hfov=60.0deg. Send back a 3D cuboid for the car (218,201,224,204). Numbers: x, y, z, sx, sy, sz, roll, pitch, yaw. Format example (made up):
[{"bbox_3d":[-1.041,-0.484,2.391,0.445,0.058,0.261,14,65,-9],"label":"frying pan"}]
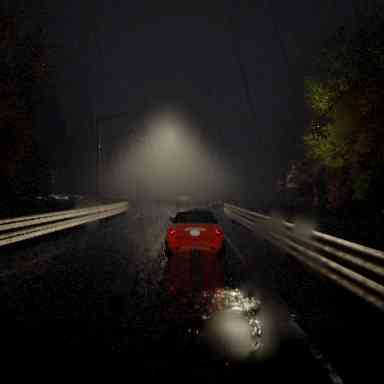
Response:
[{"bbox_3d":[4.104,2.053,52.798,1.895,1.301,4.718,0,-1,17],"label":"car"}]

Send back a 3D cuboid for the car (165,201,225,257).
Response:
[{"bbox_3d":[0.106,1.439,13.560,2.097,1.767,4.553,0,0,0],"label":"car"}]
